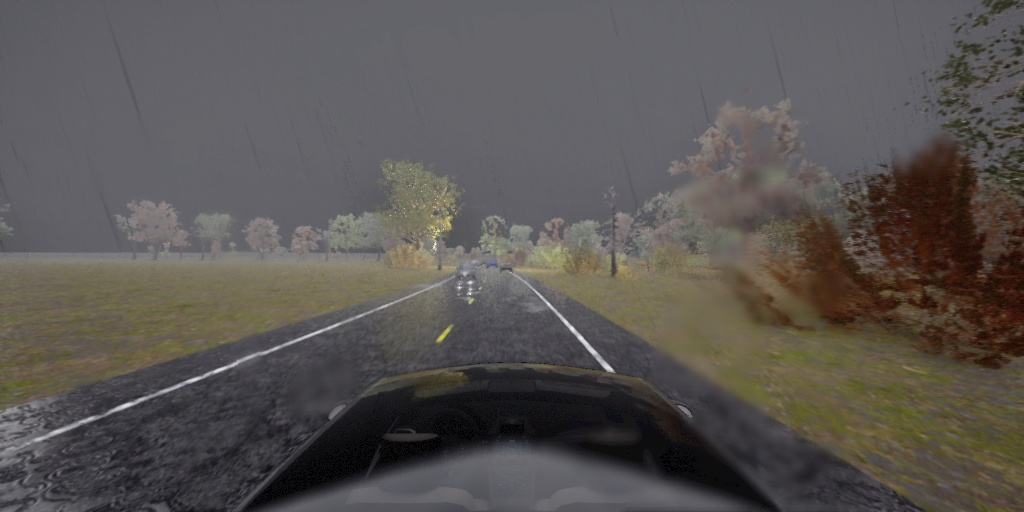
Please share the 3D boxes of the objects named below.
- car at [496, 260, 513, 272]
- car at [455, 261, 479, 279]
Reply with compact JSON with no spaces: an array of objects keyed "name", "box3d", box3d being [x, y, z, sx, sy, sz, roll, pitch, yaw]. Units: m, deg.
[{"name":"car","box3d":[-0.947,1.646,54.586,1.837,1.490,4.892,0,0,-5]},{"name":"car","box3d":[-4.518,1.524,35.905,2.128,1.511,4.902,0,-1,-3]}]
